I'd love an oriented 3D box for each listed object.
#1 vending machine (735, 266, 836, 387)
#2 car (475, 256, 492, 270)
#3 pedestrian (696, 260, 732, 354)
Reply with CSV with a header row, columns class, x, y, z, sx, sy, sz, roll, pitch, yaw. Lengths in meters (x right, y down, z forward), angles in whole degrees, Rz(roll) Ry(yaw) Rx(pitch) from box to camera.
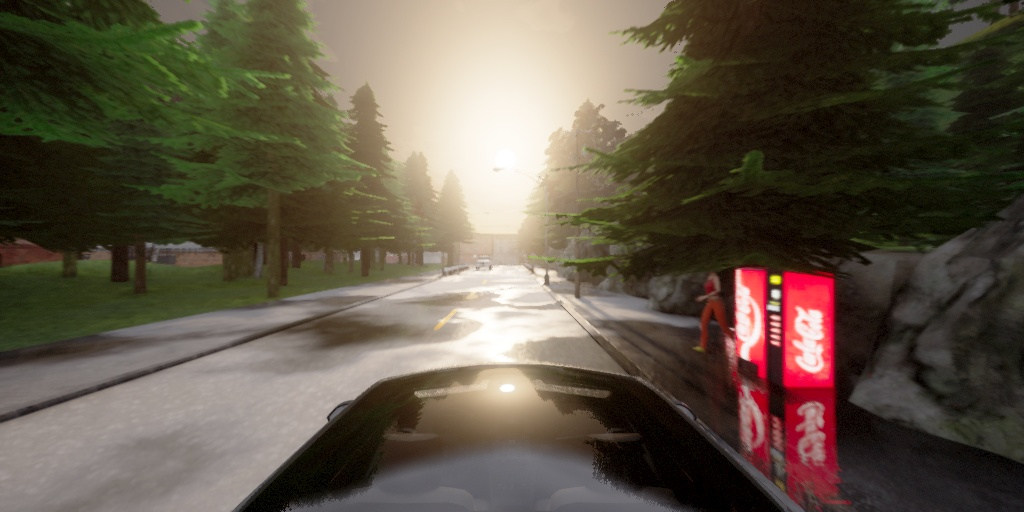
class,x,y,z,sx,sy,sz,roll,pitch,yaw
vending machine,4.300,1.166,5.740,1.100,2.100,0.880,0,0,0
car,-4.086,0.956,52.646,2.150,2.045,5.566,0,0,0
pedestrian,3.813,0.940,6.791,0.375,1.860,0.375,0,0,0
